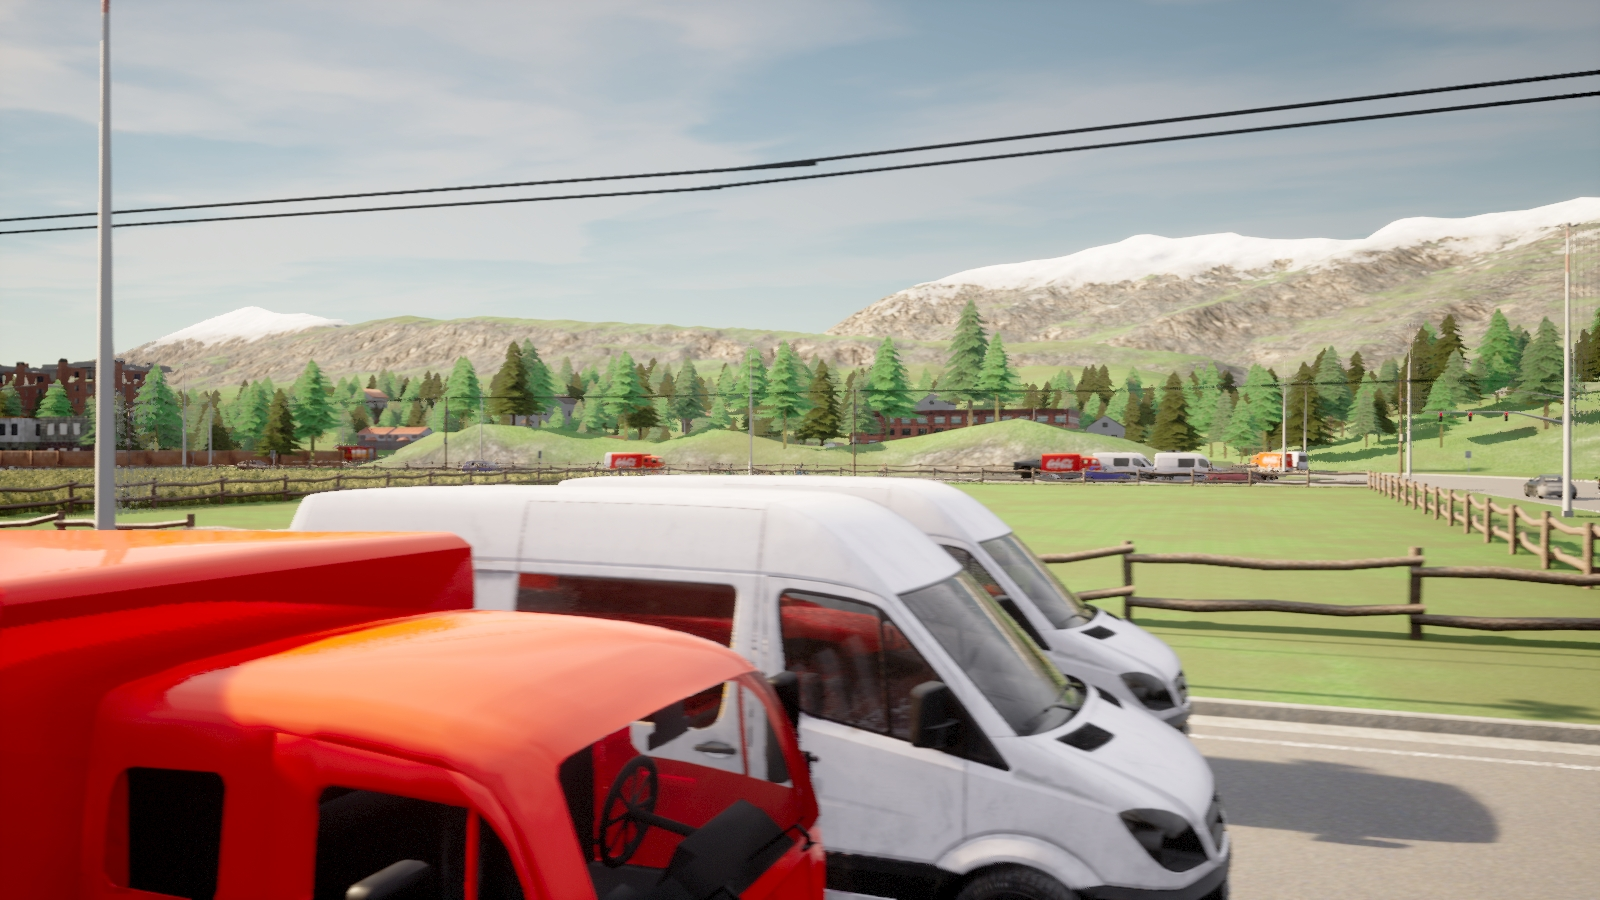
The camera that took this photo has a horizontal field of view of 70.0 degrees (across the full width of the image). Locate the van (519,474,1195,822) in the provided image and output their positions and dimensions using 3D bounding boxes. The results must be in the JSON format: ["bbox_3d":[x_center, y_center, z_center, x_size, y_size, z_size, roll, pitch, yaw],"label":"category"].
[{"bbox_3d":[0.506,1.533,10.560,5.915,2.561,1.988,0,0,20],"label":"van"}]

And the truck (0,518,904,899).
[{"bbox_3d":[-2.485,1.577,4.265,5.204,2.467,2.627,-1,0,21],"label":"truck"}]

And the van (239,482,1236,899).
[{"bbox_3d":[-0.443,1.533,7.179,5.915,2.561,1.988,0,0,20],"label":"van"}]
